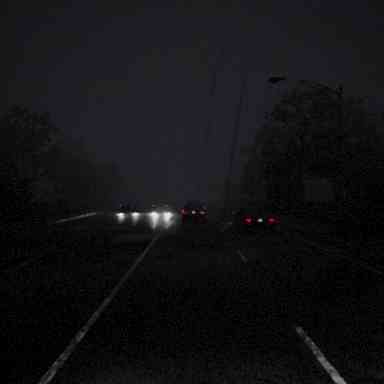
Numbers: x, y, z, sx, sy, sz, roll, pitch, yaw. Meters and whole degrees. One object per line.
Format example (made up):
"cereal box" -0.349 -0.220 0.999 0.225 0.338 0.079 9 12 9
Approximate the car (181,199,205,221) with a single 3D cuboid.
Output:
"car" 0.106 1.540 26.770 2.033 1.411 5.357 0 0 0

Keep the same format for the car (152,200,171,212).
"car" -3.584 1.590 39.337 1.895 1.301 4.718 0 0 0

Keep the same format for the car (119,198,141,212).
"car" -7.082 1.468 38.451 1.882 1.535 5.008 0 0 0

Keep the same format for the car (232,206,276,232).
"car" 3.603 1.542 20.055 2.033 1.411 5.357 0 0 0

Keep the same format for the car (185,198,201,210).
"car" 0.110 1.552 42.998 1.994 1.385 4.181 0 0 0
